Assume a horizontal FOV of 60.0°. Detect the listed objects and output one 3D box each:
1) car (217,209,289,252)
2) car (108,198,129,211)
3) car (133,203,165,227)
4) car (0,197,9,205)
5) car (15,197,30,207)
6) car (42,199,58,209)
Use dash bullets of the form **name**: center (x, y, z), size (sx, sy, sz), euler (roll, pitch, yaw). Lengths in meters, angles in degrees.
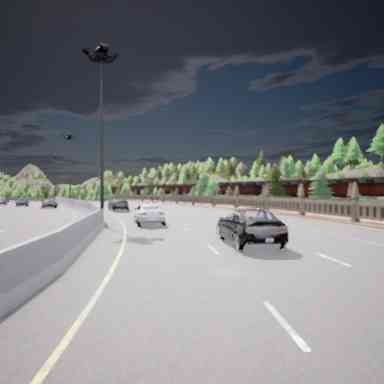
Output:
- **car**: center (2.341, 1.456, 13.897), size (2.128, 1.511, 4.902), euler (0, 0, -8)
- **car**: center (-8.865, 1.483, 39.824), size (2.128, 1.511, 4.902), euler (-1, 0, -24)
- **car**: center (-2.989, 1.507, 22.965), size (1.812, 1.442, 4.674), euler (0, 0, -14)
- **car**: center (-34.443, 1.689, 60.341), size (2.128, 1.511, 4.902), euler (-1, 0, -26)
- **car**: center (-27.003, 1.626, 53.053), size (1.837, 1.490, 4.892), euler (-1, 0, -26)
- **car**: center (-19.967, 1.637, 46.626), size (1.994, 1.385, 4.181), euler (-1, 0, -26)
